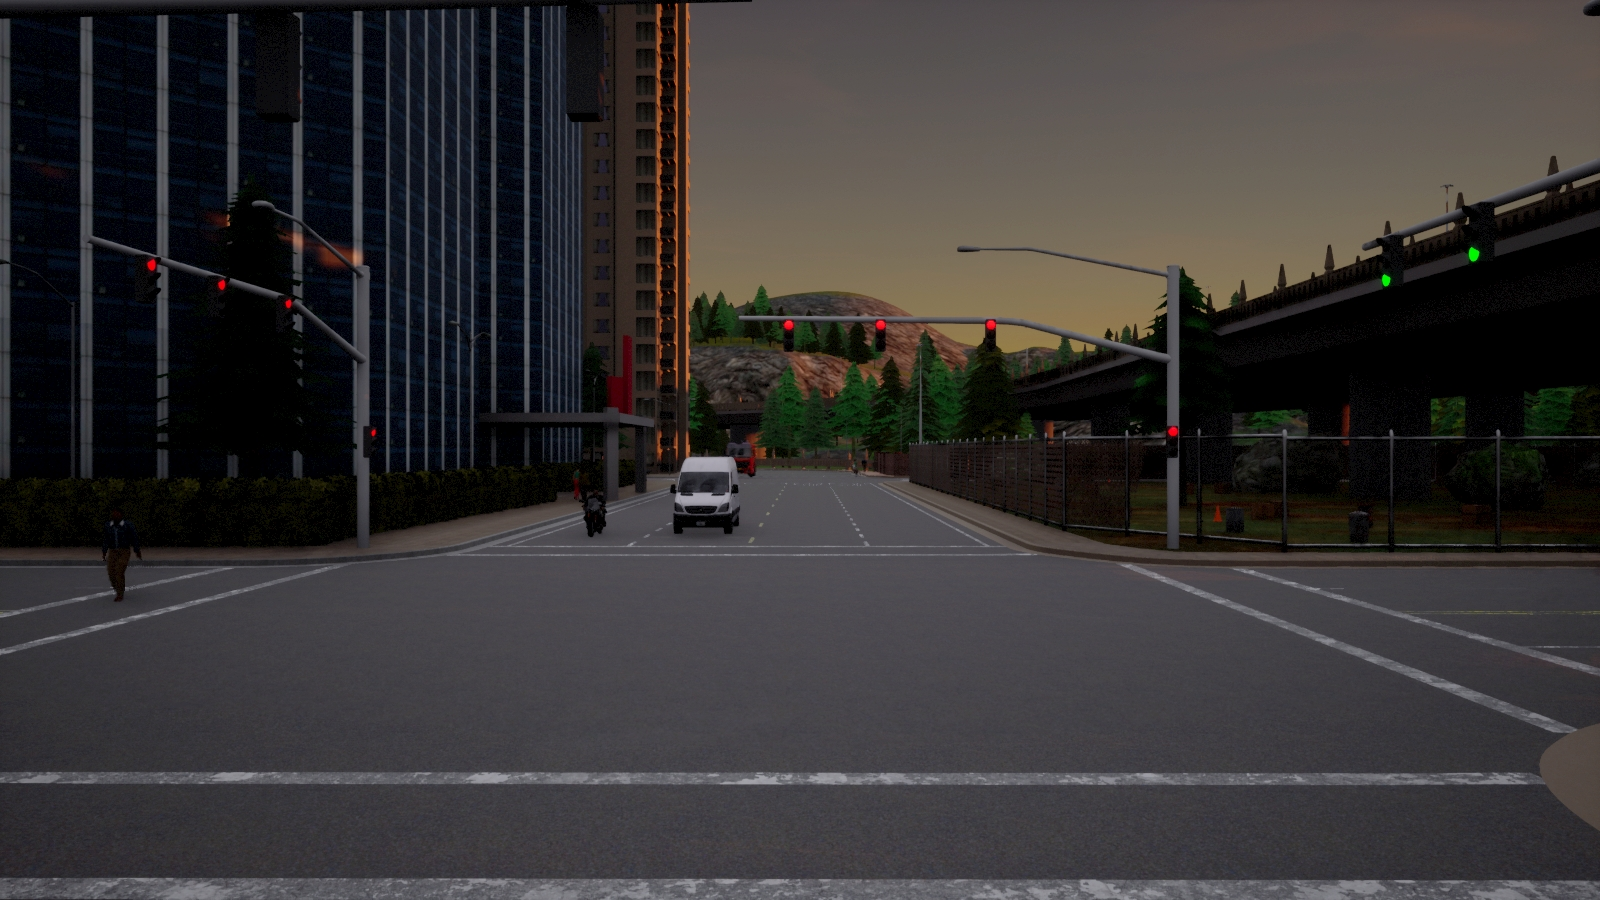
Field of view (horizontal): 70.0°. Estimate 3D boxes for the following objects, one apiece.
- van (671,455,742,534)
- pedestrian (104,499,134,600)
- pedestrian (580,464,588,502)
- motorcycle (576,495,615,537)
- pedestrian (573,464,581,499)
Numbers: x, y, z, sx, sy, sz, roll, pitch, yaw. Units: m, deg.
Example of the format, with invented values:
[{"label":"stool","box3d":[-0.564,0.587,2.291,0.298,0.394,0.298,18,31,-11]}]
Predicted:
[{"label":"van","box3d":[-3.226,1.479,40.346,1.988,2.561,5.915,0,0,0]},{"label":"pedestrian","box3d":[-12.741,1.848,21.385,0.375,1.860,0.375,0,0,-8]},{"label":"pedestrian","box3d":[-10.661,1.642,56.357,0.375,1.860,0.375,0,0,-4]},{"label":"motorcycle","box3d":[-6.735,2.150,37.693,0.867,1.251,2.209,0,0,0]},{"label":"pedestrian","box3d":[-11.623,1.641,59.611,0.375,1.860,0.375,0,0,-1]}]
